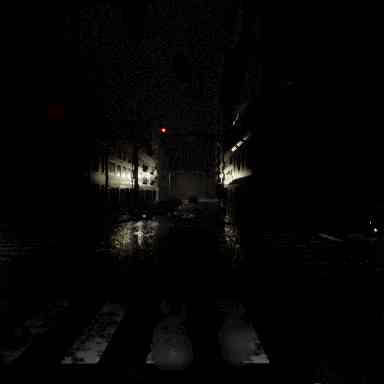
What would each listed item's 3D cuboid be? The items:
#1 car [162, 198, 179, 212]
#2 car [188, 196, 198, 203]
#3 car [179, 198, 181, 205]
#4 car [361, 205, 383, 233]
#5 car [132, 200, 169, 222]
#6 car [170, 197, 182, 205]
[{"bbox_3d":[-3.015,1.562,39.052,2.033,1.411,5.357,0,0,1],"label":"car"},{"bbox_3d":[0.215,1.546,71.124,1.882,1.535,5.008,0,0,0],"label":"car"},{"bbox_3d":[-2.959,1.592,49.397,1.994,1.385,4.181,0,0,0],"label":"car"},{"bbox_3d":[11.351,1.383,15.760,5.357,1.411,2.033,-1,0,0],"label":"car"},{"bbox_3d":[-3.289,1.567,26.008,1.994,1.385,4.181,0,0,5],"label":"car"},{"bbox_3d":[-2.883,1.646,59.667,1.895,1.301,4.718,0,0,0],"label":"car"}]
